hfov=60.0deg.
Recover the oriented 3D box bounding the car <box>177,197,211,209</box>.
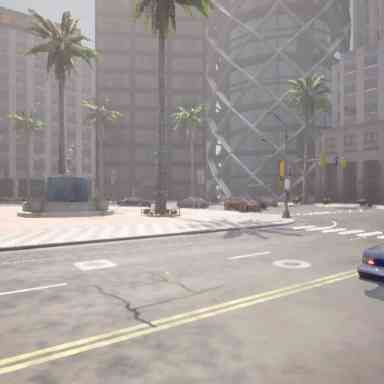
[{"bbox_3d":[-0.089,1.559,45.841,4.181,1.385,1.994,0,0,35],"label":"car"}]

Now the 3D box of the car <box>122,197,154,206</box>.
[{"bbox_3d":[-8.745,1.521,54.011,4.674,1.442,1.812,0,0,15],"label":"car"}]

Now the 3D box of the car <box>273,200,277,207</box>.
[{"bbox_3d":[10.791,1.556,50.415,1.994,1.385,4.181,0,0,-44],"label":"car"}]

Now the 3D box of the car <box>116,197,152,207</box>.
[{"bbox_3d":[-8.978,1.597,50.540,4.718,1.301,1.895,0,0,16],"label":"car"}]

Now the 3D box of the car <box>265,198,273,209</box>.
[{"bbox_3d":[7.562,1.472,43.223,1.882,1.535,5.008,0,0,-41],"label":"car"}]

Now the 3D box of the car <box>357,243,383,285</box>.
[{"bbox_3d":[6.233,1.546,8.220,5.357,1.411,2.033,0,0,-35],"label":"car"}]

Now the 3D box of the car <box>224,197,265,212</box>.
[{"bbox_3d":[5.917,1.347,39.658,2.097,1.767,4.553,0,0,-39],"label":"car"}]
